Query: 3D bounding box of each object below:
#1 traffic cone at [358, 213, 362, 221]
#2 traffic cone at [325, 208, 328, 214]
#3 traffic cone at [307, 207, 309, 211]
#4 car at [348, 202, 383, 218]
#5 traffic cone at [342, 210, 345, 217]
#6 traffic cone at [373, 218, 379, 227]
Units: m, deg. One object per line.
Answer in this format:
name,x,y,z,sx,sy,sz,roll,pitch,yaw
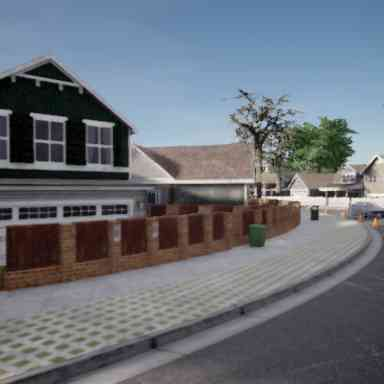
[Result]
traffic cone,13.508,2.019,26.685,0.340,0.580,0.340,-1,0,13
traffic cone,14.487,2.053,36.042,0.340,0.580,0.340,-1,0,-1
traffic cone,14.163,2.078,40.743,0.340,0.580,0.340,-1,0,-7
car,16.079,1.604,30.636,2.033,1.411,5.357,-1,0,7
traffic cone,14.268,2.033,31.335,0.340,0.580,0.340,-1,0,6
traffic cone,12.219,2.011,22.154,0.340,0.580,0.340,-1,0,19
